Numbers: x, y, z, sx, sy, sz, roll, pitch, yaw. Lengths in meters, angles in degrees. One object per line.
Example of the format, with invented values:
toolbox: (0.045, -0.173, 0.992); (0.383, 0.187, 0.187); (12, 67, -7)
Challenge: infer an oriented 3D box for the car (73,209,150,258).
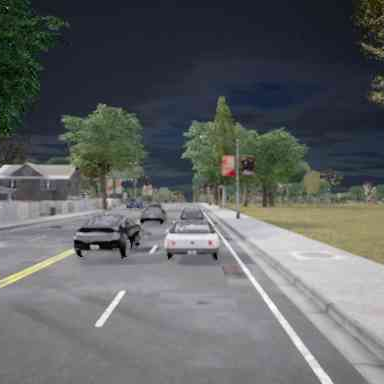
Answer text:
car: (-3.226, 1.651, 13.521); (2.128, 1.511, 4.902); (0, -1, 0)

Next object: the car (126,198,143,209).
car: (-9.783, 2.018, 57.192); (2.150, 2.045, 5.566); (0, -1, 1)

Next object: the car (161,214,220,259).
car: (0.021, 1.756, 13.286); (1.895, 1.301, 4.718); (0, -1, 0)

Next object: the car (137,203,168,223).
car: (-3.217, 1.918, 28.650); (1.994, 1.385, 4.181); (0, -1, 0)

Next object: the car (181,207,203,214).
car: (0.028, 1.950, 28.300); (1.895, 1.301, 4.718); (0, -1, 0)
